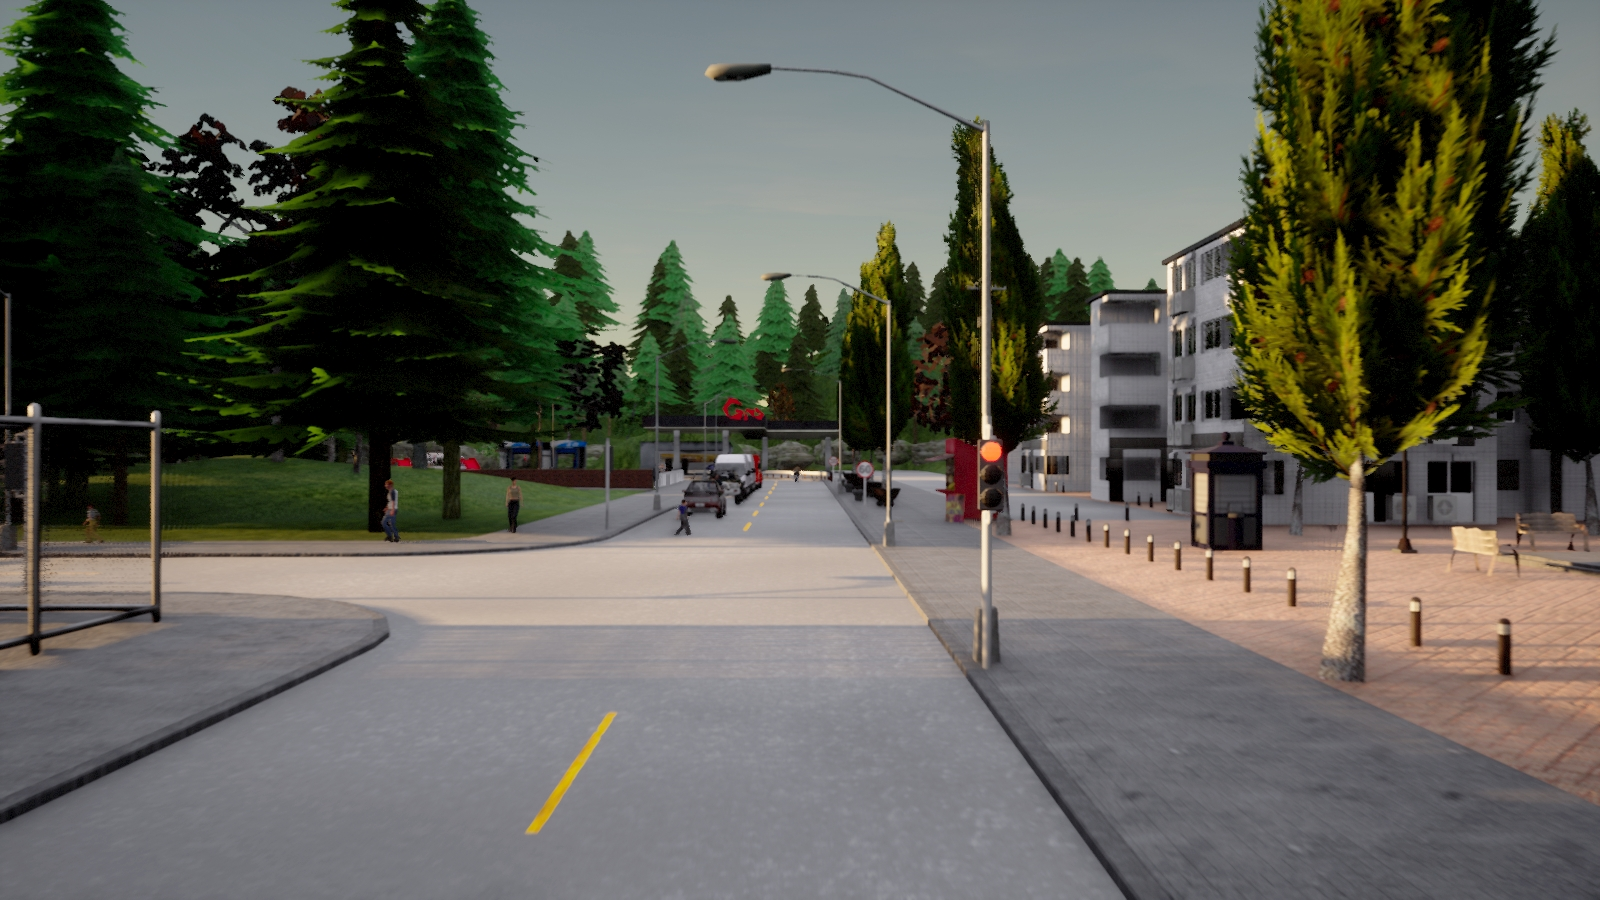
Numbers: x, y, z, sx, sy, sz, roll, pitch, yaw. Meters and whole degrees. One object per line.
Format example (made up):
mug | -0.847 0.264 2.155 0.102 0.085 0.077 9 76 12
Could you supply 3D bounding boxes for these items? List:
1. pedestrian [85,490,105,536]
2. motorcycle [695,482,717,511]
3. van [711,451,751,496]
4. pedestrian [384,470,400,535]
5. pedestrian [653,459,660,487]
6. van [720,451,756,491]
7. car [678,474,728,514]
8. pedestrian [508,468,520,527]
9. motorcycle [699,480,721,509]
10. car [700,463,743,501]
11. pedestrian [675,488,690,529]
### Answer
pedestrian | -20.256 1.805 32.827 0.375 1.300 0.375 0 0 -6
motorcycle | -4.022 1.993 48.986 0.803 1.145 2.033 0 0 0
van | -3.997 1.315 66.877 1.988 2.561 5.915 0 0 0
pedestrian | -11.812 1.524 33.076 0.375 1.860 0.375 0 0 -11
pedestrian | -9.541 1.525 76.148 0.375 1.860 0.375 0 0 10
van | -3.986 1.315 74.572 1.988 2.561 5.915 0 0 0
car | -4.004 1.811 47.751 1.789 1.549 3.705 0 -1 0
pedestrian | -9.195 1.526 36.712 0.375 1.860 0.375 0 0 -12
motorcycle | -3.993 1.962 50.978 0.856 1.236 1.805 0 0 0
car | -4.052 1.644 59.811 1.932 1.855 4.605 0 0 0
pedestrian | -3.824 1.909 37.271 0.375 1.300 0.375 0 0 15
